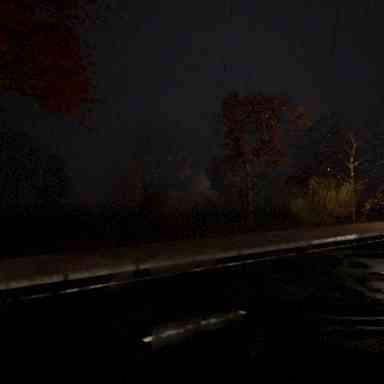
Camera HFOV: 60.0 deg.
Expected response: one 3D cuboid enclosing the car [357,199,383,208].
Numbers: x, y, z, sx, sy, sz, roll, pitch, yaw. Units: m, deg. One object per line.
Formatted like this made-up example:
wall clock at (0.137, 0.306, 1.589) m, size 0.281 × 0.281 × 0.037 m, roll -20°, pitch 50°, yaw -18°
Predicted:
car at (29.360, 1.883, 54.499) m, size 2.033 × 1.411 × 5.357 m, roll 1°, pitch -1°, yaw -24°
